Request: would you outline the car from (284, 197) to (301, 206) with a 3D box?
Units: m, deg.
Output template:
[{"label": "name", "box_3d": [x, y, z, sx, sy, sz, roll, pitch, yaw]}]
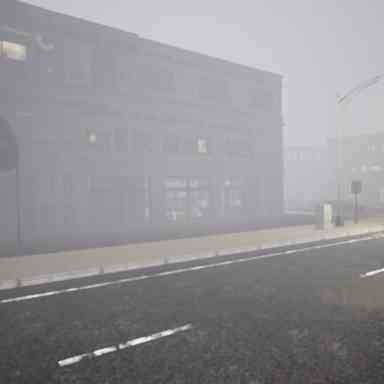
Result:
[{"label": "car", "box_3d": [15.067, 1.455, 51.211, 1.802, 1.307, 4.206, -2, 1, -35]}]

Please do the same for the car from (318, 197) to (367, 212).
[{"label": "car", "box_3d": [15.977, 1.460, 34.960, 1.947, 1.339, 4.313, -2, 1, -35]}]

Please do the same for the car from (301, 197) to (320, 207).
[{"label": "car", "box_3d": [18.216, 1.363, 46.659, 2.008, 1.369, 4.403, -2, 1, -35]}]
